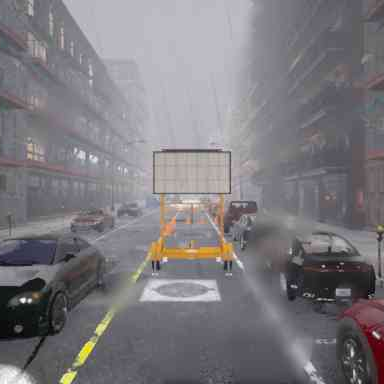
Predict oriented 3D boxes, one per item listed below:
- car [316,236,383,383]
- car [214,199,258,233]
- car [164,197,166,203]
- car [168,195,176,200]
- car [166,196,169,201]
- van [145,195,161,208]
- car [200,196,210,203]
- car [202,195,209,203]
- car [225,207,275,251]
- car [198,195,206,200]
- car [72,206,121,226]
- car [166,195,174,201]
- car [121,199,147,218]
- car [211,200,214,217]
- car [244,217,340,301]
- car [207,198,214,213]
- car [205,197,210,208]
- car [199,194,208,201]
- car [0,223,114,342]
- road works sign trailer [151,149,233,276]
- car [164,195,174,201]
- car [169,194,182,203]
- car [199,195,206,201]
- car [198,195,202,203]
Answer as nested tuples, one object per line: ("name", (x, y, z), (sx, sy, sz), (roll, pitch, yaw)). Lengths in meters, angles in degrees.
("car", (2.703, 1.442, 2.441), (1.967, 1.590, 4.097), (1, 0, 0))
("car", (2.710, 1.325, 19.454), (2.192, 1.841, 5.009), (1, 0, 0))
("car", (-5.662, 1.557, 53.542), (1.887, 1.381, 4.507), (1, 0, 0))
("car", (-5.649, 1.543, 93.242), (2.008, 1.369, 4.403), (1, 0, 0))
("car", (-5.660, 1.562, 59.214), (2.008, 1.369, 4.403), (1, 0, 0))
("van", (-5.661, 1.354, 47.871), (1.690, 1.788, 3.998), (1, 0, 0))
("car", (2.725, 1.588, 70.493), (1.802, 1.307, 4.206), (1, 0, 0))
("car", (2.717, 1.539, 47.978), (1.752, 1.417, 4.829), (1, 0, 0))
("car", (2.705, 1.559, 13.782), (2.008, 1.369, 4.403), (1, 0, 0))
("car", (2.731, 1.543, 93.174), (2.008, 1.369, 4.403), (1, 0, 0))
("car", (-5.674, 1.592, 19.513), (1.802, 1.307, 4.206), (1, 0, 0))
("car", (-5.650, 1.522, 87.401), (1.752, 1.417, 4.829), (1, 0, 0))
("car", (-5.669, 1.578, 30.857), (1.947, 1.339, 4.313), (1, 0, 0))
("car", (2.709, 1.536, 25.294), (1.752, 1.417, 4.829), (1, 0, 0))
("car", (2.703, 1.556, 8.111), (2.008, 1.369, 4.403), (1, 0, 0))
("car", (2.711, 1.557, 30.795), (1.887, 1.381, 4.507), (1, 0, 0))
("car", (2.713, 1.557, 36.466), (1.887, 1.381, 4.507), (1, 0, 0))
("car", (2.729, 1.440, 81.832), (1.967, 1.590, 4.097), (1, 0, 0))
("car", (-3.099, 1.568, 6.553), (1.994, 1.385, 4.181), (0, 0, 0))
("road works sign trailer", (0.003, 0.471, 10.391), (2.380, 3.560, 2.880), (0, 0, 0))
("car", (-5.653, 1.566, 81.900), (1.947, 1.339, 4.313), (1, 0, 0))
("car", (-2.981, 1.361, 64.342), (2.097, 1.767, 4.553), (0, 0, 0))
("car", (2.729, 1.541, 87.504), (1.887, 1.381, 4.507), (1, 0, 0))
("car", (2.723, 1.449, 64.820), (1.967, 1.590, 4.097), (1, 0, 0))
